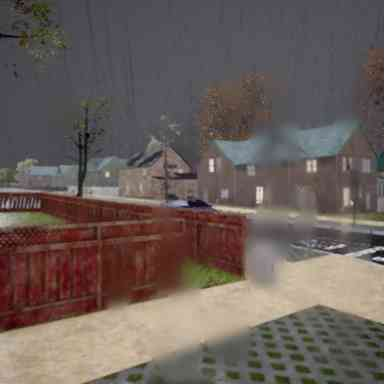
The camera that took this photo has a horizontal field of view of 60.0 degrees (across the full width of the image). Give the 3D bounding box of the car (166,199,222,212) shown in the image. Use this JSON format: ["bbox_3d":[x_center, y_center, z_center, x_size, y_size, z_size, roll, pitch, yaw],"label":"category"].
[{"bbox_3d":[0.065,1.159,20.183,1.812,1.442,4.674,-1,3,-36],"label":"car"}]
